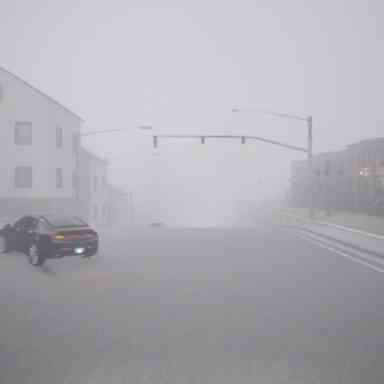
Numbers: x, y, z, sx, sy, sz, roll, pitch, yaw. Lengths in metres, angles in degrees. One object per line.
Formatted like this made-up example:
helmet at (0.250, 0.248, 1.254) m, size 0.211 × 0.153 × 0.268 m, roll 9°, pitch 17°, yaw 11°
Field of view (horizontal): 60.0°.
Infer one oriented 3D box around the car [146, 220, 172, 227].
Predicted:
car at (-3.391, 3.656, 32.500) m, size 1.994 × 1.385 × 4.181 m, roll -1°, pitch -13°, yaw 0°

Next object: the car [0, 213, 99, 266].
car at (-5.129, 1.488, 11.576) m, size 4.892 × 1.490 × 1.837 m, roll 0°, pitch -2°, yaw 43°
